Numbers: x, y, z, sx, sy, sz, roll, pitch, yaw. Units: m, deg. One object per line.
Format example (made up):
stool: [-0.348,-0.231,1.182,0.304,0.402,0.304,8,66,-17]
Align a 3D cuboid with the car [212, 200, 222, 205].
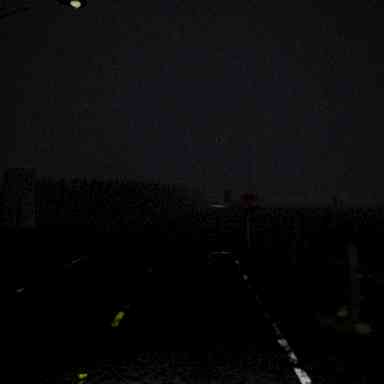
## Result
car: [6.097,2.503,79.615,1.895,1.301,4.718,0,-1,13]
